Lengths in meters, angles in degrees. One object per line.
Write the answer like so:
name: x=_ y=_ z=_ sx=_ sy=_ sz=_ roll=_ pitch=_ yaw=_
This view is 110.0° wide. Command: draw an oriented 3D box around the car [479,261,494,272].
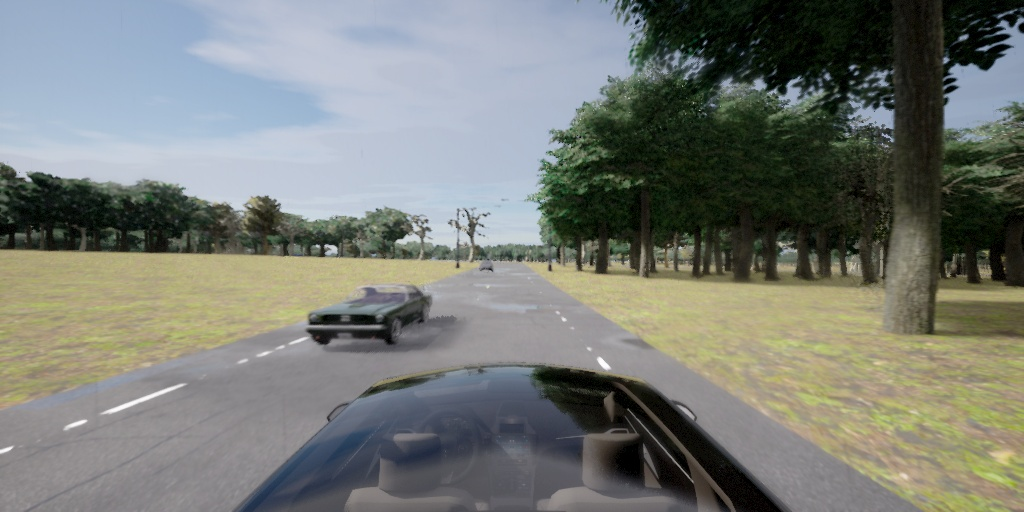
car: x=-3.588 y=1.505 z=50.886 sx=1.837 sy=1.490 sz=4.892 roll=0 pitch=0 yaw=0

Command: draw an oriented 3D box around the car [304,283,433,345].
car: x=-3.603 y=1.458 z=9.963 sx=1.895 sy=1.301 sz=4.718 roll=0 pitch=-1 yaw=0
